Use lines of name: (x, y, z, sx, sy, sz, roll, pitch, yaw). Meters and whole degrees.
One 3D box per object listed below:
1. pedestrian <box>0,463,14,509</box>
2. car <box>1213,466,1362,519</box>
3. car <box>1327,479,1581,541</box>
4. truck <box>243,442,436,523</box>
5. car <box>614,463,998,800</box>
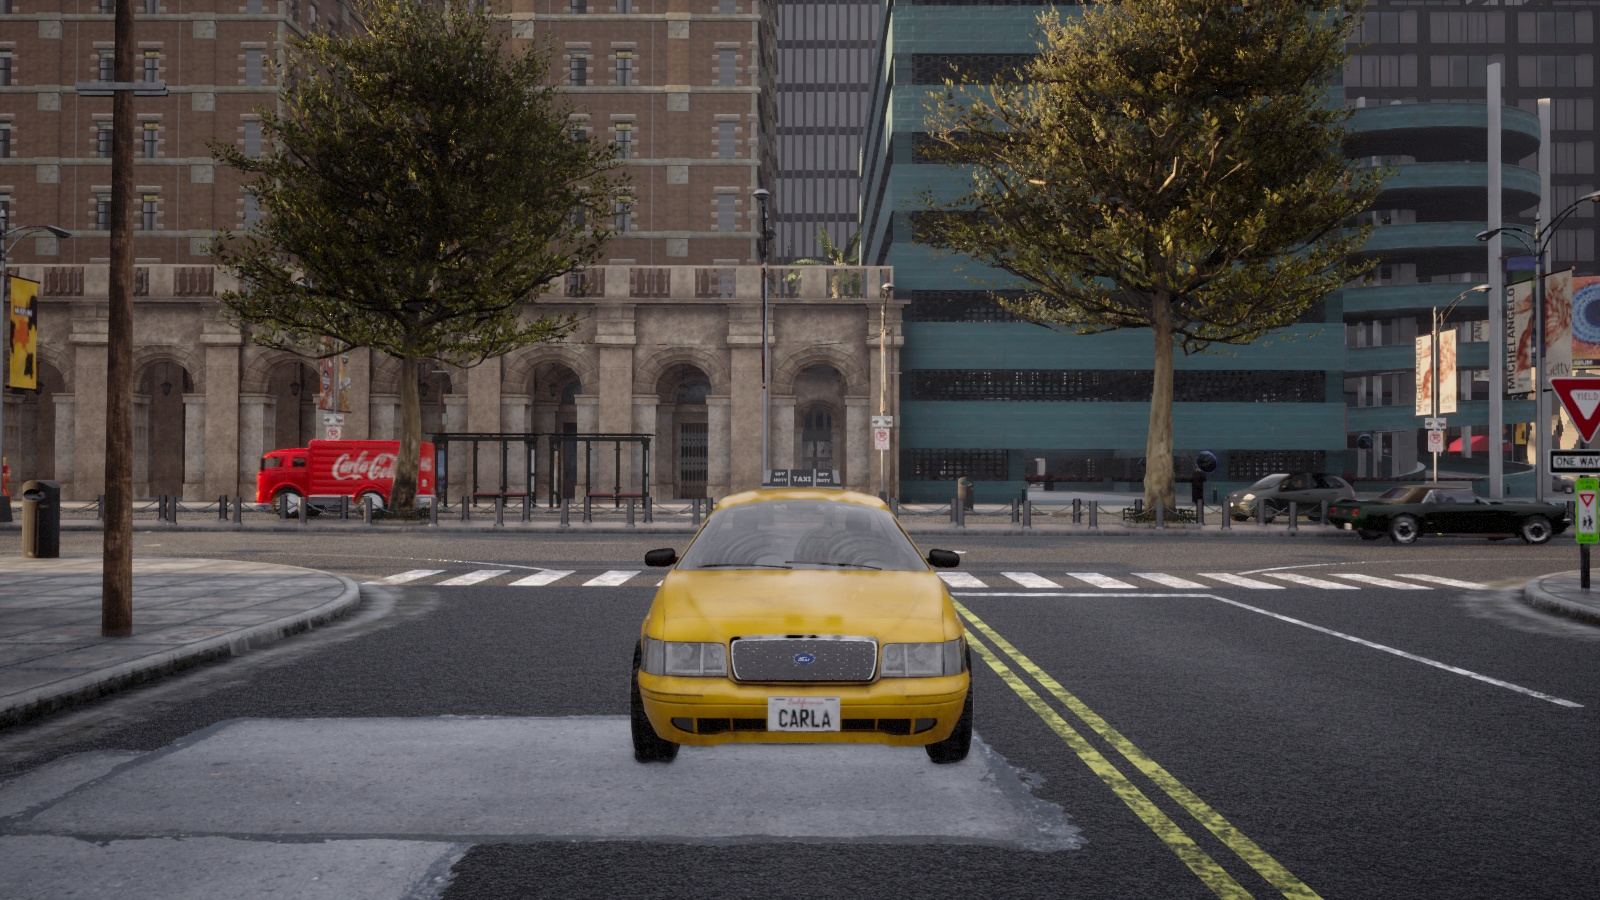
pedestrian: (-31.541, 1.431, 49.748, 0.594, 1.836, 0.345, 0, -1, 1)
car: (15.274, 1.312, 39.422, 3.988, 1.617, 1.851, 0, -1, -10)
car: (14.663, 1.331, 28.338, 4.718, 1.301, 1.895, 0, -1, 1)
truck: (-14.622, 1.059, 40.175, 5.204, 2.467, 2.627, 0, -2, -1)
car: (0.017, 0.898, 8.599, 1.801, 1.575, 5.366, 0, -1, 0)
